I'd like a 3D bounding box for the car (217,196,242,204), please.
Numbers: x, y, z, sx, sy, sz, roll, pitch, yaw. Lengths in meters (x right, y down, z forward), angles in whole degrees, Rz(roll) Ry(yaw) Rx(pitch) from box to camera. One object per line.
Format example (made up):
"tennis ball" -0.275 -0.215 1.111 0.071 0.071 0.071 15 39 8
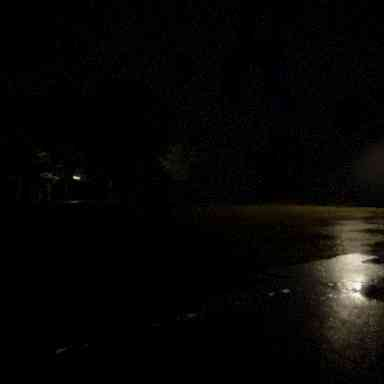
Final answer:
"car" 7.015 1.539 63.054 2.033 1.411 5.357 3 -2 -35
